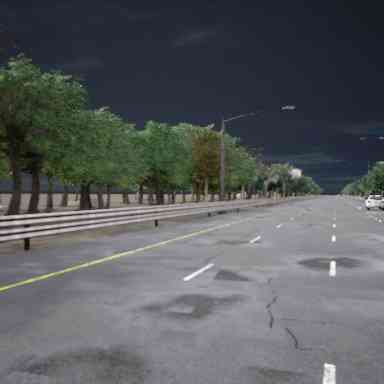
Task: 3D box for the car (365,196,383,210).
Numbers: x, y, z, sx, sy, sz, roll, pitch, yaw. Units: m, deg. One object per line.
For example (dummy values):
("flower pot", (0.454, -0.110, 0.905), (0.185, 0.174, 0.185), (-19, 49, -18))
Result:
("car", (26.567, 1.566, 48.400), (2.150, 2.045, 5.566), (0, 0, 25))
